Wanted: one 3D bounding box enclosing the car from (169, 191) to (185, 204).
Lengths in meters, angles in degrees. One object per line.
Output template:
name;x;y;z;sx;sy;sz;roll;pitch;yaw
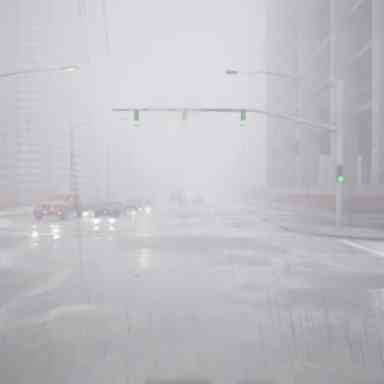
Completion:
car;-2.589;0.896;56.045;2.150;2.045;5.566;0;0;1

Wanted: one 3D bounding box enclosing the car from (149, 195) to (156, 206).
car;-6.375;1.214;47.878;2.128;1.511;4.902;0;0;2

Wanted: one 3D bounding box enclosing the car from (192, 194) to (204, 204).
car;1.006;1.199;56.132;1.812;1.442;4.674;0;0;1

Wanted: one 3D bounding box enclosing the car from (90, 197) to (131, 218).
car;-6.878;1.399;28.469;1.994;1.385;4.181;0;0;1

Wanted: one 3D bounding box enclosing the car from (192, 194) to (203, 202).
car;1.177;1.108;66.304;2.128;1.511;4.902;0;0;1

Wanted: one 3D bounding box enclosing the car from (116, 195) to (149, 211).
car;-6.641;1.329;37.709;2.033;1.411;5.357;0;0;2

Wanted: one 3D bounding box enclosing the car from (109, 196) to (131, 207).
car;-9.931;1.258;46.234;1.812;1.442;4.674;0;0;2

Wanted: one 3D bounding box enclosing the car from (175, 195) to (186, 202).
car;-2.317;1.215;66.687;1.895;1.301;4.718;0;0;1

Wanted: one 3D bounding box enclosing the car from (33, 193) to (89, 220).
car;-10.425;1.068;26.560;2.150;2.045;5.566;0;0;2
